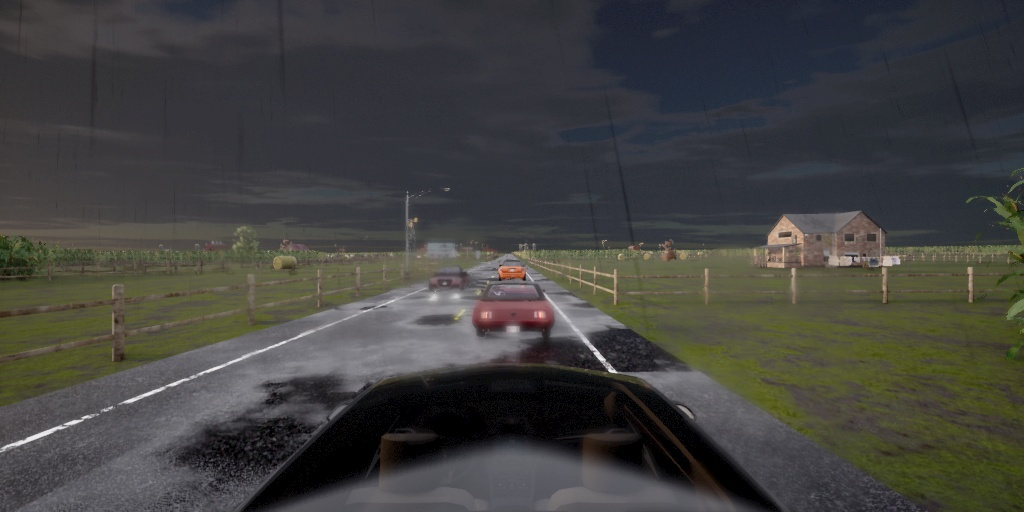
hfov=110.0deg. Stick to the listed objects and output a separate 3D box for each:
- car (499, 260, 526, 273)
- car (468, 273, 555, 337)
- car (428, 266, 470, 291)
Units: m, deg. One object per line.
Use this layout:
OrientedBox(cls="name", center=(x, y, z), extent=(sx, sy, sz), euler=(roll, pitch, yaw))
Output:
OrientedBox(cls="car", center=(0.017, 1.088, 29.010), extent=(2.097, 1.767, 4.553), euler=(0, 0, 0))
OrientedBox(cls="car", center=(0.044, 1.350, 10.241), extent=(1.895, 1.301, 4.718), euler=(0, 0, 0))
OrientedBox(cls="car", center=(-3.642, 1.306, 21.429), extent=(1.994, 1.385, 4.181), euler=(0, 0, 0))
